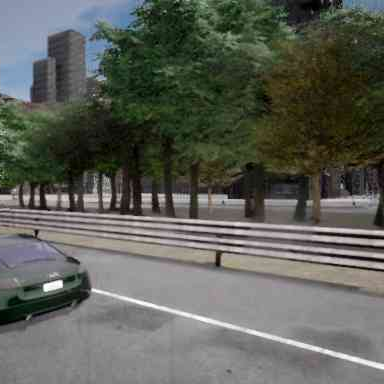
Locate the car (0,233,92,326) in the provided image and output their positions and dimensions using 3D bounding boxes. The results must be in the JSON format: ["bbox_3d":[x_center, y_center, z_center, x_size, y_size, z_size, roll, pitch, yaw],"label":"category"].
[{"bbox_3d":[-3.992,1.562,6.806,4.181,1.385,1.994,0,0,35],"label":"car"}]
